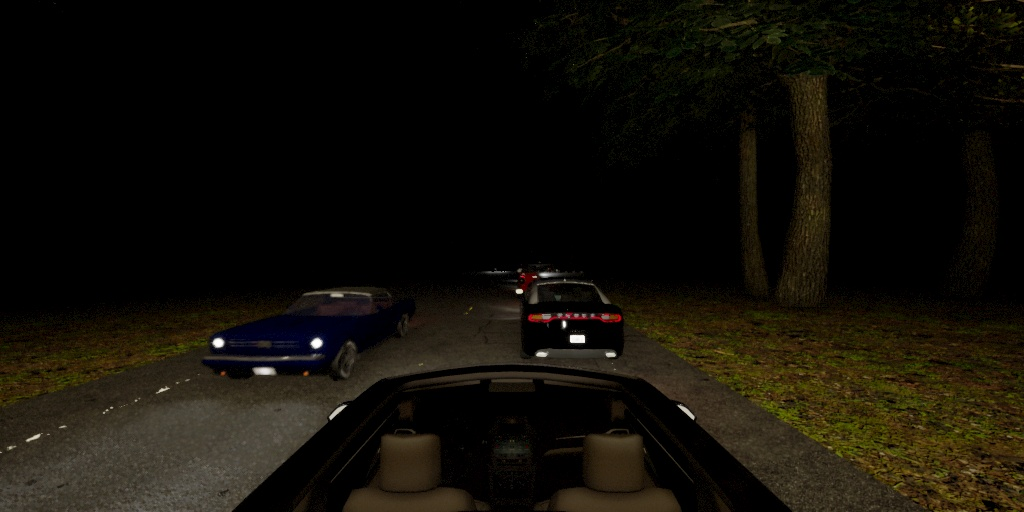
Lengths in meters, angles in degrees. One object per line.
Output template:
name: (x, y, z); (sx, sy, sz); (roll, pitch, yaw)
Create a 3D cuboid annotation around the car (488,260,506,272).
car: (-1.838, 1.233, 46.406); (2.033, 1.411, 5.357); (0, 0, 4)

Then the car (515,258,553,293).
car: (1.342, 1.083, 18.349); (2.097, 1.767, 4.553); (0, 0, 2)

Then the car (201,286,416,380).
car: (-3.525, 1.346, 7.352); (1.895, 1.301, 4.718); (0, 0, 1)

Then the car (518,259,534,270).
car: (2.052, 1.230, 50.919); (2.033, 1.411, 5.357); (0, 0, 4)

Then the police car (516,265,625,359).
police car: (1.125, 1.170, 8.528); (1.930, 1.638, 5.238); (0, 0, 1)
